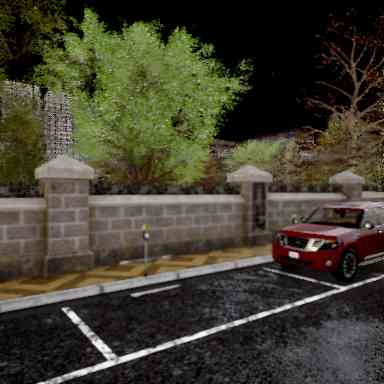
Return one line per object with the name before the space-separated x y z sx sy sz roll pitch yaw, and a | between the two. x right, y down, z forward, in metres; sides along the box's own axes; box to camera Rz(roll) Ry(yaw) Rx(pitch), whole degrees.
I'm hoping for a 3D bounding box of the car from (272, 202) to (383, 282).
car | 4.617 1.248 9.826 5.009 1.841 2.192 -1 1 -35
